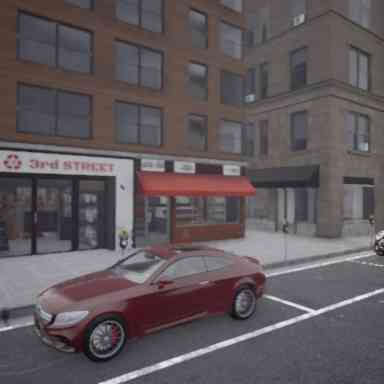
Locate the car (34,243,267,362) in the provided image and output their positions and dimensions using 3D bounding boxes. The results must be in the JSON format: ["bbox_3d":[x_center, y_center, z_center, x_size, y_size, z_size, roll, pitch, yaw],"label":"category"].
[{"bbox_3d":[-0.457,1.617,5.870,4.206,1.307,1.802,1,0,-36],"label":"car"}]

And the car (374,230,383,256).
[{"bbox_3d":[8.507,1.576,12.312,4.097,1.590,1.967,1,0,-36],"label":"car"}]
